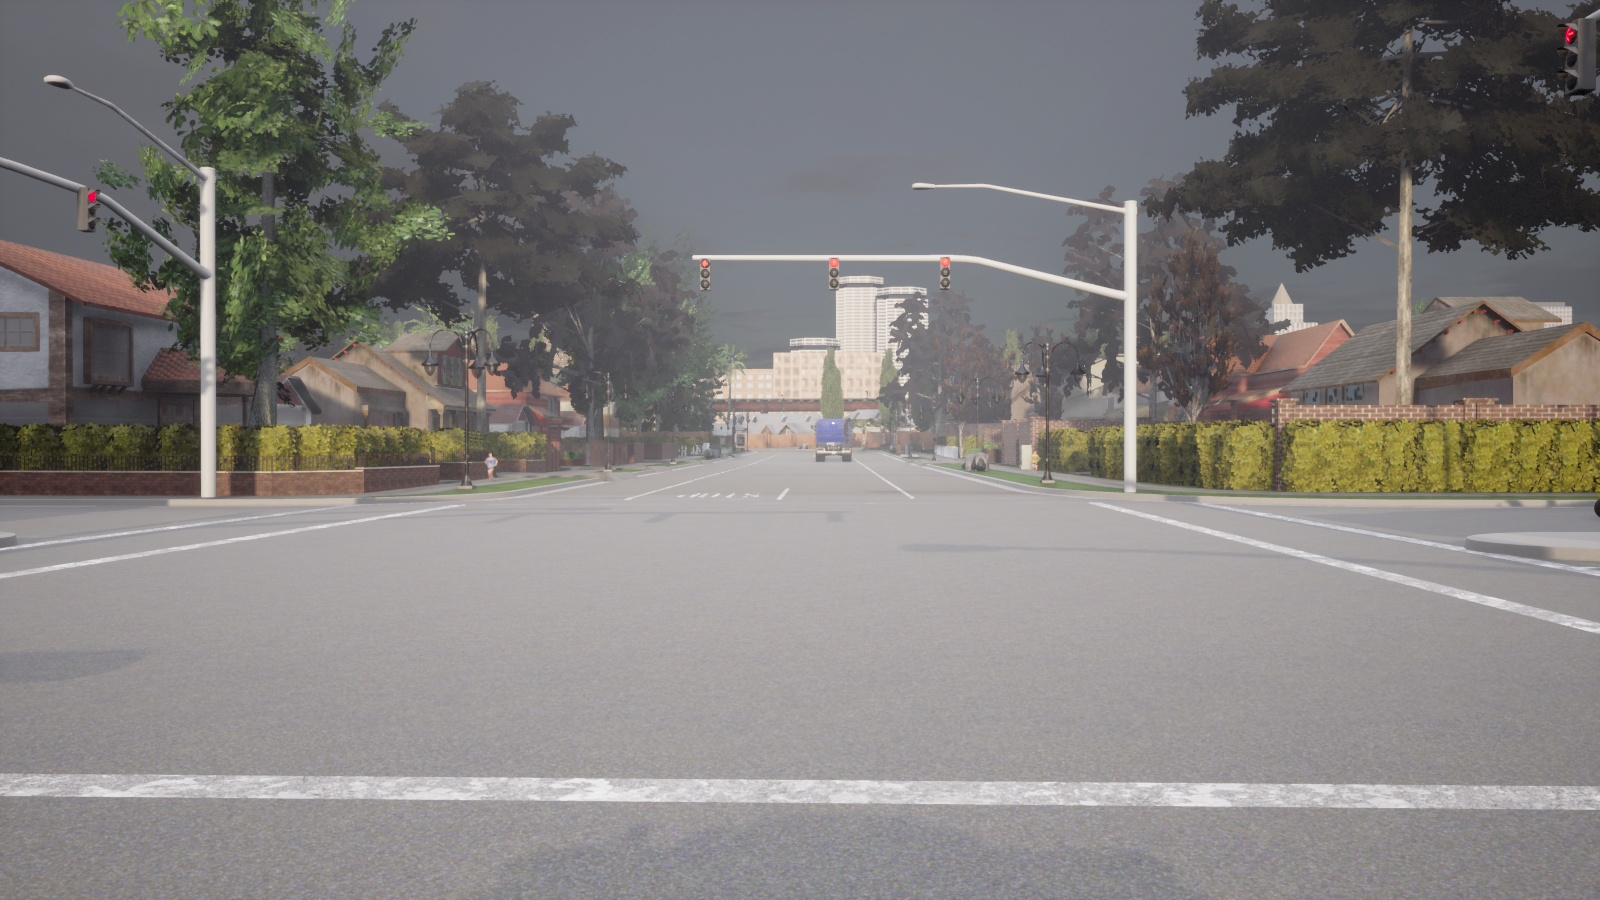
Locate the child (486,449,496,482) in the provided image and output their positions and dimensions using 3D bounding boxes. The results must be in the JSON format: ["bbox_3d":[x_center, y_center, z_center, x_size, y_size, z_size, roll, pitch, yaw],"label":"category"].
[{"bbox_3d":[-10.704,0.538,43.467,0.255,1.110,0.394,0,0,0],"label":"child"}]

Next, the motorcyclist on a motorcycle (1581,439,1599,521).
[{"bbox_3d":[16.364,0.575,24.398,1.817,1.590,0.866,0,0,1],"label":"motorcyclist on a motorcycle"}]
